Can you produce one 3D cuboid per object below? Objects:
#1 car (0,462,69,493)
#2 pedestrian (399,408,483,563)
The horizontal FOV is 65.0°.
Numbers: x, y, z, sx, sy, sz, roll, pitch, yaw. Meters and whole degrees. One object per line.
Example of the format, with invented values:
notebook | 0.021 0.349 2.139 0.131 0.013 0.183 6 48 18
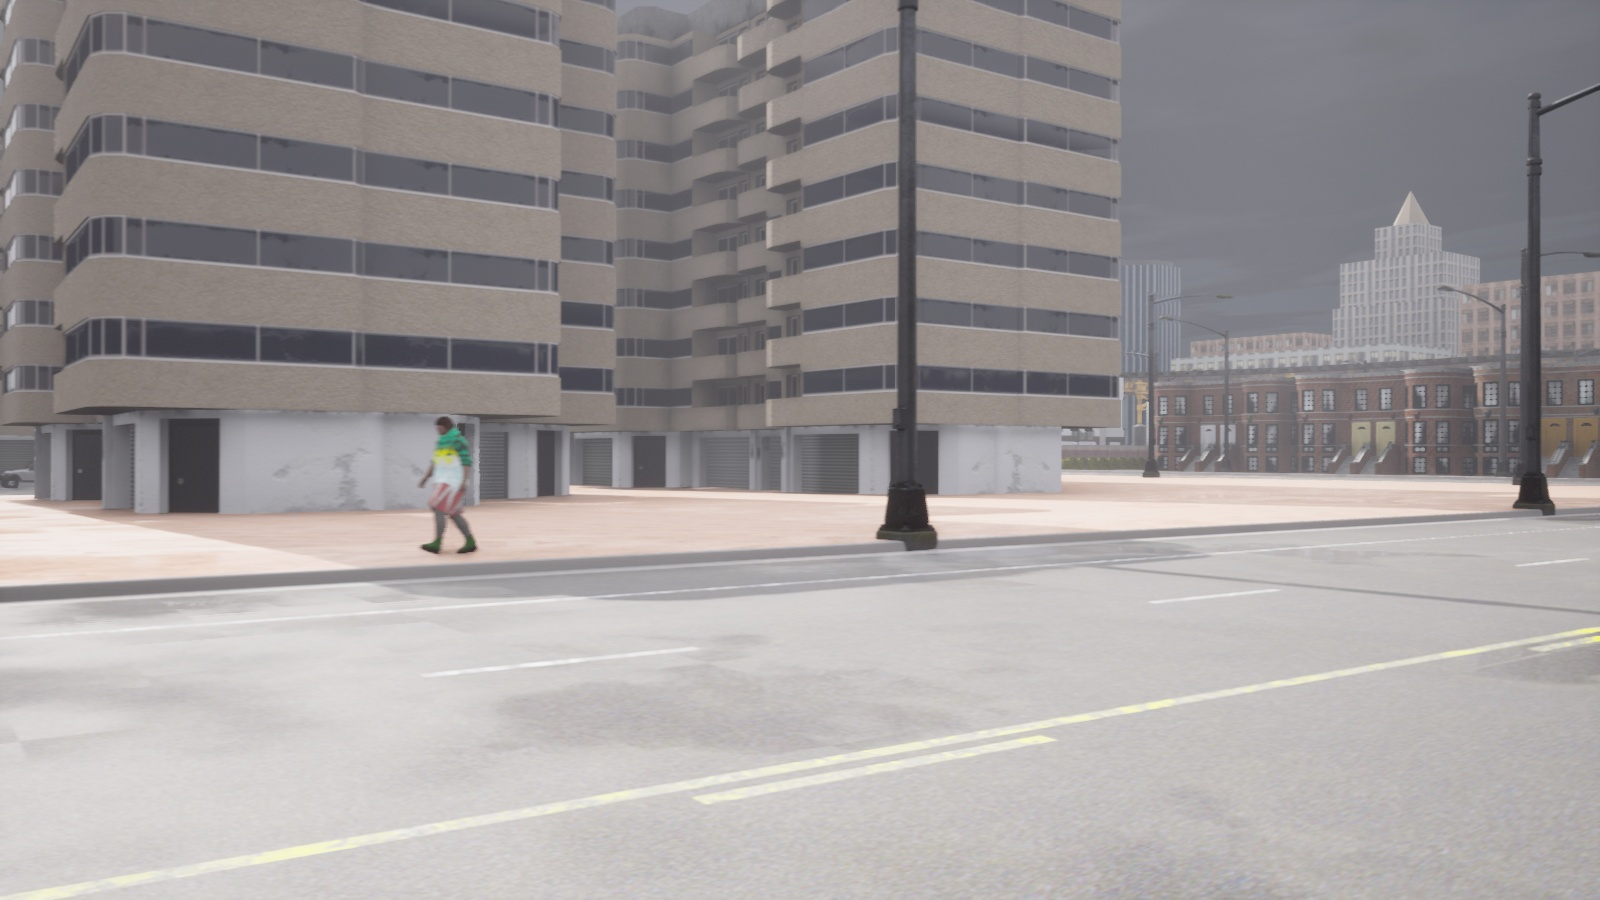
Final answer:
car | -48.612 1.701 79.444 3.866 1.878 1.905 0 0 -36
pedestrian | -4.698 0.450 16.434 0.873 1.952 0.659 0 0 -38
